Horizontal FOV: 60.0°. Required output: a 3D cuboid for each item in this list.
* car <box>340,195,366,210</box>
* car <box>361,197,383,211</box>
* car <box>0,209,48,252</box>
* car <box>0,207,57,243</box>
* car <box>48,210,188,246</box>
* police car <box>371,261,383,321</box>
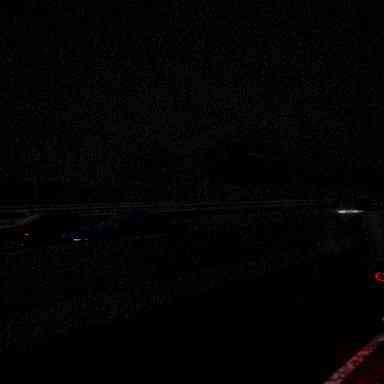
[{"bbox_3d":[22.625,1.406,46.287,5.566,2.045,2.150,1,0,-44],"label":"car"},{"bbox_3d":[24.137,1.720,42.886,5.357,1.411,2.033,1,0,-44],"label":"car"},{"bbox_3d":[-6.034,1.533,13.664,4.674,1.442,1.812,0,0,-44],"label":"car"},{"bbox_3d":[-9.055,1.536,15.610,4.674,1.442,1.812,0,0,-44],"label":"car"},{"bbox_3d":[-2.358,1.483,12.351,5.008,1.535,1.882,0,0,-44],"label":"car"},{"bbox_3d":[5.117,1.424,6.296,5.238,1.638,1.930,0,0,-44],"label":"police car"}]
